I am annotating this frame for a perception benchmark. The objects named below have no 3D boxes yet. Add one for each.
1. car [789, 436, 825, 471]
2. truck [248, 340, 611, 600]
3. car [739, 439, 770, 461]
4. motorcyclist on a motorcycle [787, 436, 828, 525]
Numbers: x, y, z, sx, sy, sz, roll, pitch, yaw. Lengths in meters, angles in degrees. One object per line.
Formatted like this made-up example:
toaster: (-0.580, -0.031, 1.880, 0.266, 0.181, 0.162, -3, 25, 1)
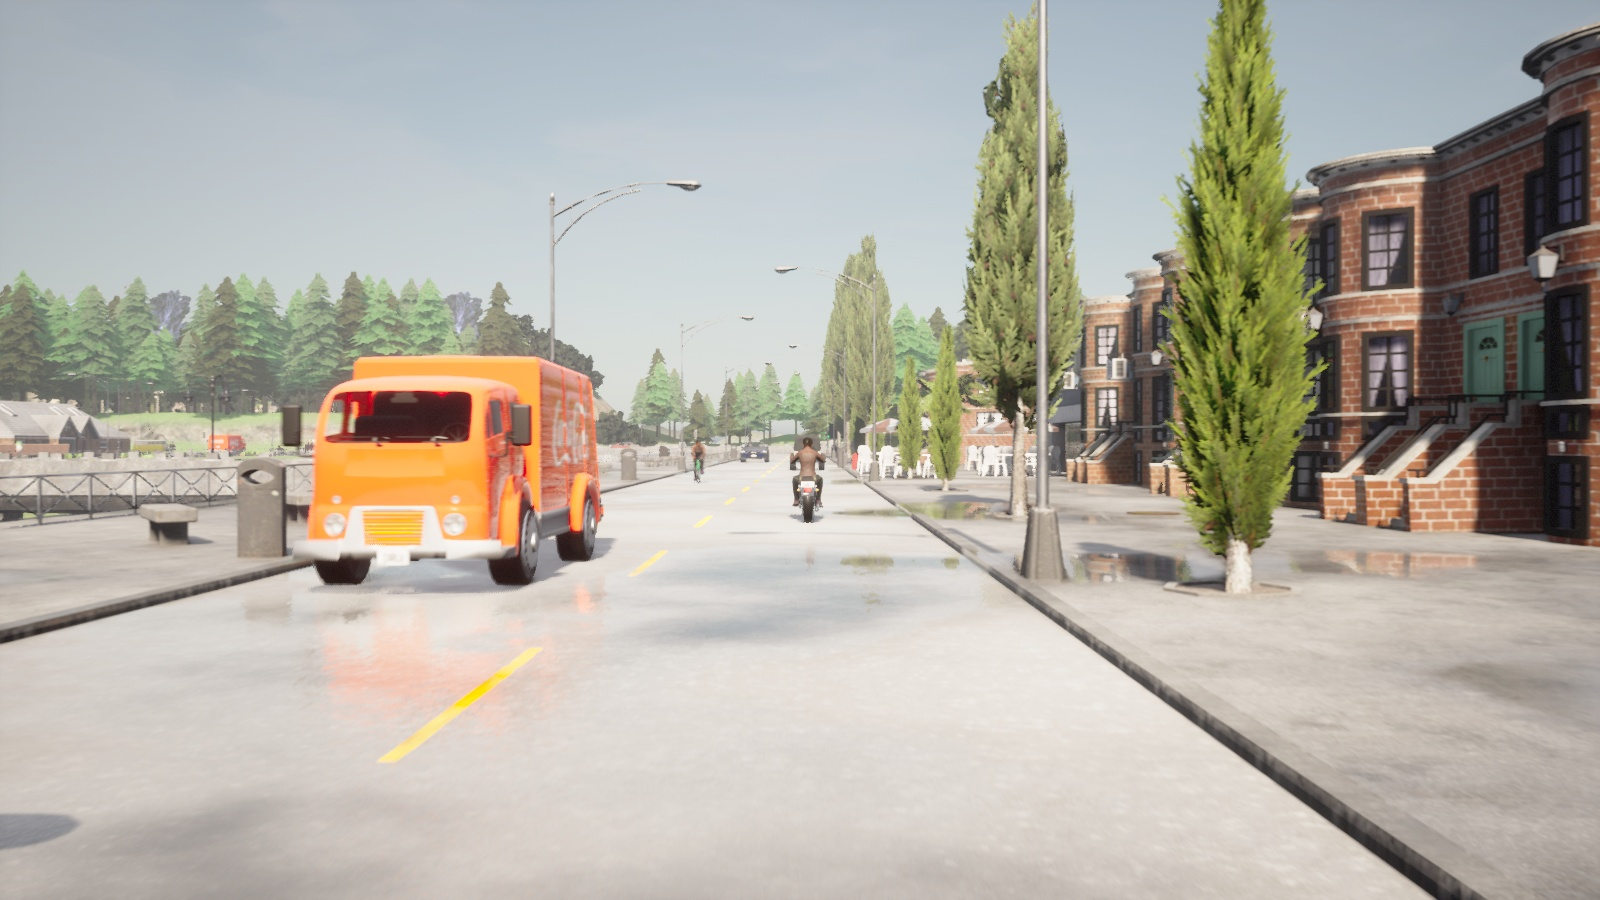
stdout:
car: (0.399, 0.152, 69.397, 1.905, 1.878, 3.866, 0, 0, 0)
truck: (-3.903, 0.175, 14.508, 2.627, 2.467, 5.204, 0, 0, 0)
car: (-3.452, -0.020, 96.243, 2.152, 1.651, 5.027, 0, 0, 0)
motorcyclist on a motorcycle: (0.151, 0.559, 24.546, 0.766, 1.649, 2.350, 0, 0, 0)
